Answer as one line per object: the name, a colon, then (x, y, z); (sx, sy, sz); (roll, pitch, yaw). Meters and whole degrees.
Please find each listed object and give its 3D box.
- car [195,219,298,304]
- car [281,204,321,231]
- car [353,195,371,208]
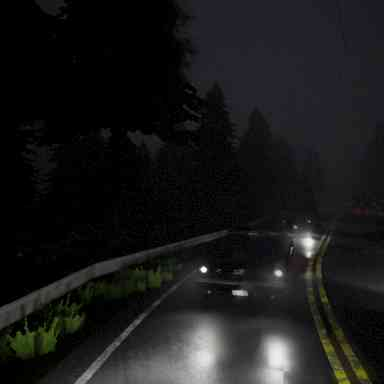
car: (1.581, 1.598, 8.414); (1.895, 1.301, 4.718); (-1, 0, 18)
car: (6.657, 1.460, 20.058); (2.033, 1.411, 5.357); (-2, 0, 26)
car: (20.604, 1.058, 40.247); (2.128, 1.511, 4.902); (-2, 0, 28)
